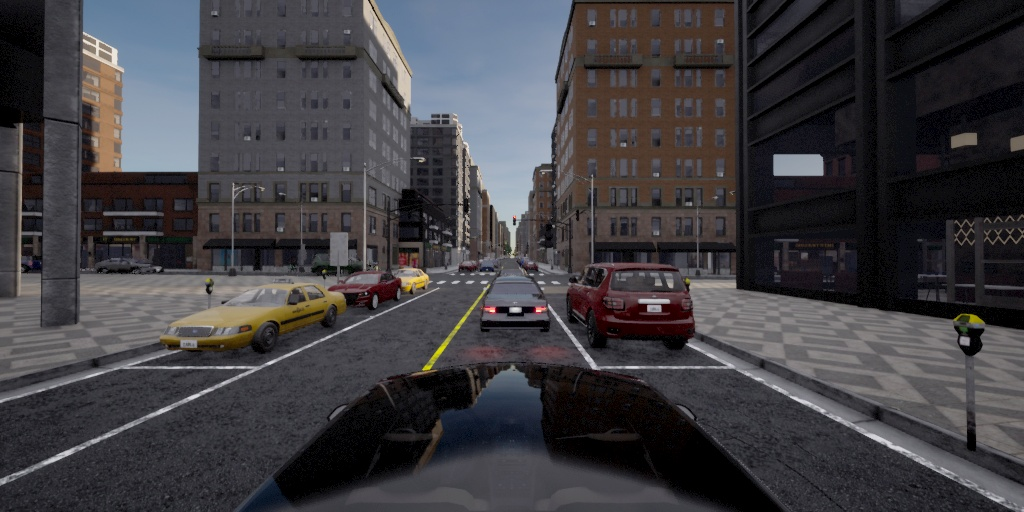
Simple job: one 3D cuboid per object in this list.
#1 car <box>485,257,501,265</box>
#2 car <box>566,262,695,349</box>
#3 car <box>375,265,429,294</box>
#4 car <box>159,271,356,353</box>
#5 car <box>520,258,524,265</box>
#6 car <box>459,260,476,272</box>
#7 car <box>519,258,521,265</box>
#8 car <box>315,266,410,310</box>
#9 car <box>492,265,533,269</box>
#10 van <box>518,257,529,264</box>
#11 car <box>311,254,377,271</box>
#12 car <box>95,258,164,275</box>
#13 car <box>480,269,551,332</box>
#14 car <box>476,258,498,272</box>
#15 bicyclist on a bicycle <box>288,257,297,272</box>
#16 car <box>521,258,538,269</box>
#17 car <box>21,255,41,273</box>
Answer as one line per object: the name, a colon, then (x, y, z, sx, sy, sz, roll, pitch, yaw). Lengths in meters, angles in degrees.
car: (-3.231, 1.328, 57.867, 1.994, 1.385, 4.181, 0, 0, 0)
car: (2.649, 1.066, 9.102, 2.192, 1.841, 5.009, 0, 0, 0)
car: (-5.907, 1.279, 20.166, 1.751, 1.417, 4.829, 0, 0, 0)
car: (-5.876, 1.277, 8.917, 1.751, 1.417, 4.829, 0, 0, 0)
car: (2.529, 1.344, 53.043, 1.802, 1.307, 4.207, 0, 0, 0)
car: (-5.981, 1.306, 47.356, 1.888, 1.381, 4.507, 0, 0, 0)
car: (2.514, 1.346, 58.717, 1.802, 1.307, 4.207, 0, 0, 0)
car: (-5.892, 1.298, 14.712, 1.888, 1.381, 4.507, 0, 0, 0)
car: (0.019, 1.355, 20.560, 1.895, 1.301, 4.718, 0, 0, 0)
van: (2.499, 1.108, 64.390, 1.690, 1.789, 3.998, 0, 0, 0)
car: (-14.509, 0.842, 31.350, 5.566, 2.045, 2.150, 0, -1, 3)
car: (-33.563, 0.941, 31.547, 4.902, 1.511, 2.128, 1, -1, 0)
car: (0.067, 1.299, 10.833, 2.033, 1.411, 5.357, 0, 0, 0)
car: (-3.246, 1.308, 46.796, 2.033, 1.411, 5.357, 0, 0, -4)
bicyclist on a bicycle: (-23.110, 0.909, 37.750, 0.582, 1.620, 1.656, 0, 0, 0)
car: (2.545, 1.343, 47.370, 1.802, 1.307, 4.207, 0, 0, 0)
car: (-47.615, 0.704, 34.735, 4.553, 1.767, 2.097, 1, -1, 1)
